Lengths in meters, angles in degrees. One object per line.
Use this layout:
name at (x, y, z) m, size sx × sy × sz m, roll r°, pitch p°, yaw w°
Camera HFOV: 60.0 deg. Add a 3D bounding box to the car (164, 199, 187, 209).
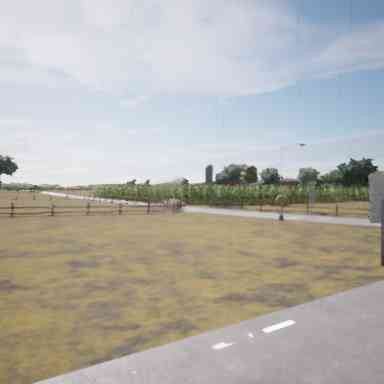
car at (-2.778, 1.945, 54.558) m, size 1.882 × 1.535 × 5.008 m, roll -1°, pitch 1°, yaw -35°
